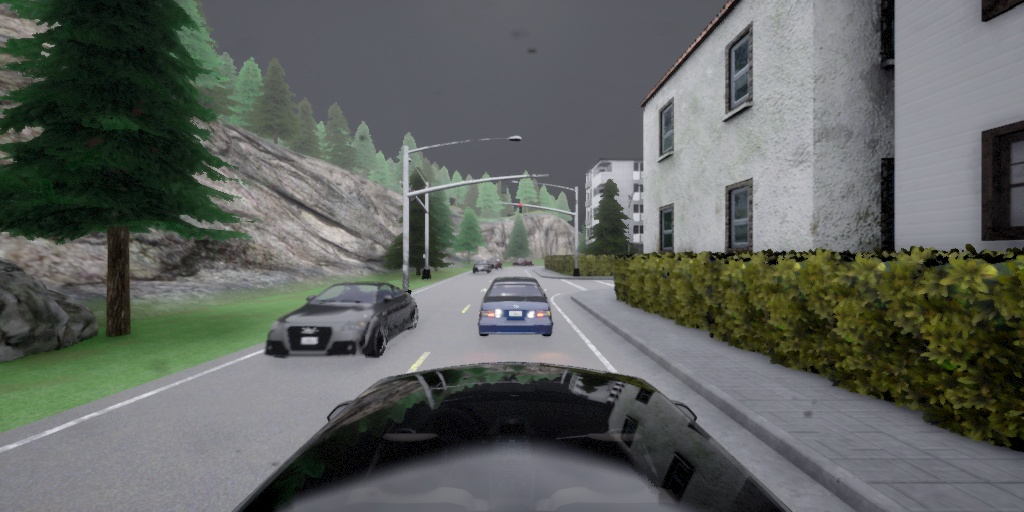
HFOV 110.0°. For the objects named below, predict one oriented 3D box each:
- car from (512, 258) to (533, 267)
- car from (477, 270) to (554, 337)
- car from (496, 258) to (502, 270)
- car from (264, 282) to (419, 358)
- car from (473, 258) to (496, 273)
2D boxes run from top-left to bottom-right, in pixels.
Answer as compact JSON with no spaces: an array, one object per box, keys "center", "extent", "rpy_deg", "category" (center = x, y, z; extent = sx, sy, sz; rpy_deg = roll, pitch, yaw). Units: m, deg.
[{"center":[1.918,1.088,65.373],"extent":[2.097,1.767,4.553],"rpy_deg":[0,0,33],"category":"car"},{"center":[0.091,1.296,10.296],"extent":[2.033,1.411,5.357],"rpy_deg":[0,0,0],"category":"car"},{"center":[-2.826,1.091,52.114],"extent":[2.097,1.767,4.553],"rpy_deg":[0,0,10],"category":"car"},{"center":[-3.593,1.312,8.355],"extent":[1.994,1.385,4.181],"rpy_deg":[0,0,0],"category":"car"},{"center":[-3.429,1.233,41.912],"extent":[2.128,1.511,4.902],"rpy_deg":[0,0,2],"category":"car"}]
